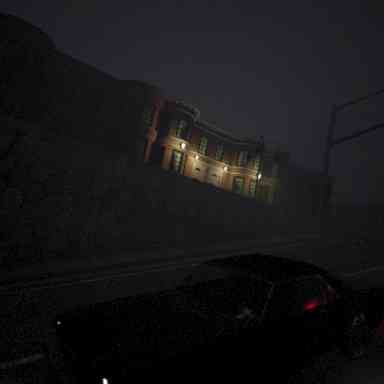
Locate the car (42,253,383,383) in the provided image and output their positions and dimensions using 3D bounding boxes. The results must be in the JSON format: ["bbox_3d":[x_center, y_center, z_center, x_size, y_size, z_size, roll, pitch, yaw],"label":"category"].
[{"bbox_3d":[0.643,1.616,4.453,4.718,1.301,1.895,0,0,-36],"label":"car"}]
